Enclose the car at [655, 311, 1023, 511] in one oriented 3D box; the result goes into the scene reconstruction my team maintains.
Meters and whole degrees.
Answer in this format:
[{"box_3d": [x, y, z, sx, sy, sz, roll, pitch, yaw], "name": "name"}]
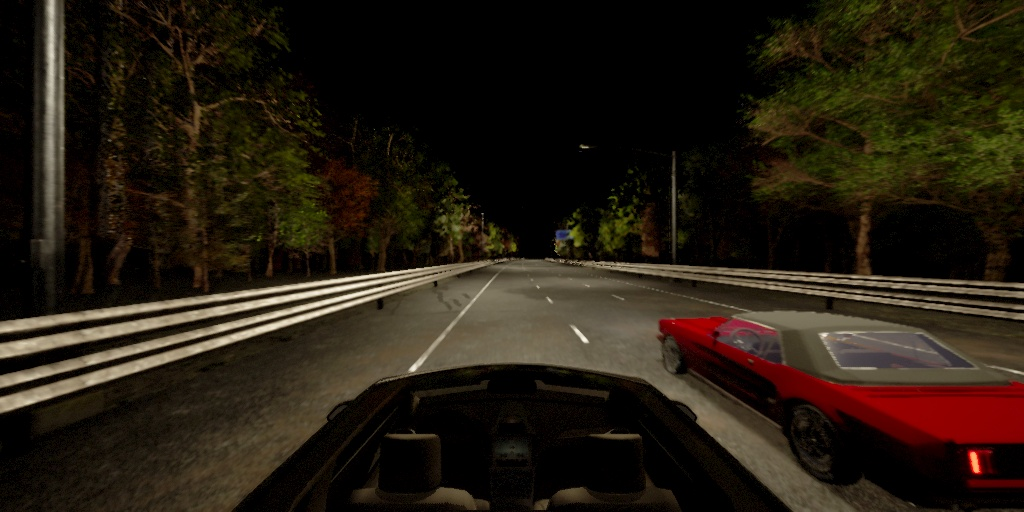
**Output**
[{"box_3d": [3.599, 1.360, 4.584, 1.895, 1.301, 4.718, 0, 0, 0], "name": "car"}]
